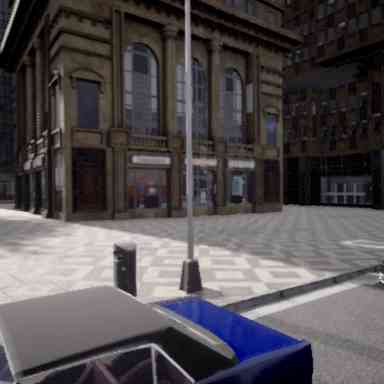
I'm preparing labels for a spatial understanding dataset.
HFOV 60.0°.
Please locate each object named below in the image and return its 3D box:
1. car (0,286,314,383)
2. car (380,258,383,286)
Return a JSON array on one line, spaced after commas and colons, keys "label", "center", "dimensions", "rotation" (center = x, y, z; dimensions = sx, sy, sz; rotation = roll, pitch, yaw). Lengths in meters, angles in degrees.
[{"label": "car", "center": [-1.257, 1.597, 2.464], "dimensions": [4.718, 1.301, 1.895], "rotation": [0, 0, -36]}, {"label": "car", "center": [6.344, 1.499, 7.898], "dimensions": [4.892, 1.490, 1.837], "rotation": [0, 0, -36]}]
